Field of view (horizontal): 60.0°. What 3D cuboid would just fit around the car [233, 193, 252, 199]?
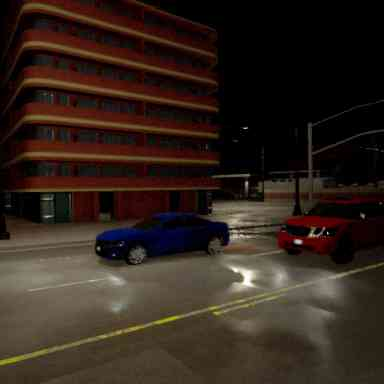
[{"bbox_3d":[12.890,1.061,81.963,3.806,1.475,1.970,-1,1,-35],"label":"car"}]

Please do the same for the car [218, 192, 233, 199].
[{"bbox_3d":[8.918,0.930,86.185,4.611,1.667,2.242,-1,1,-35],"label":"car"}]

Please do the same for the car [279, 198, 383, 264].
[{"bbox_3d":[5.676,1.244,12.298,5.566,2.045,2.150,0,0,-35],"label":"car"}]

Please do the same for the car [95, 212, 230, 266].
[{"bbox_3d":[-0.905,1.516,11.932,5.008,1.535,1.882,0,0,-35],"label":"car"}]
